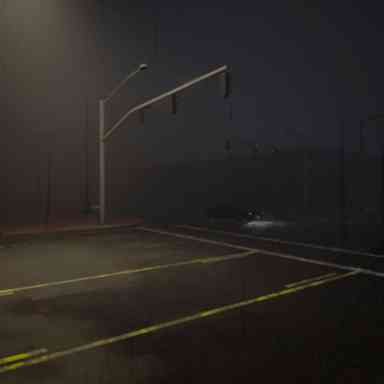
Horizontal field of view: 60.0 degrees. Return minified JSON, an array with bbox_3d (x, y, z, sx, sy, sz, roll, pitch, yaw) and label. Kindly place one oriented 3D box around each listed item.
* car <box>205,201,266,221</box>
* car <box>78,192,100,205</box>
[{"bbox_3d":[3.189,1.434,25.967,2.033,1.411,5.357,0,0,-36],"label":"car"},{"bbox_3d":[-16.579,1.100,53.591,2.150,2.045,5.566,0,0,-36],"label":"car"}]
